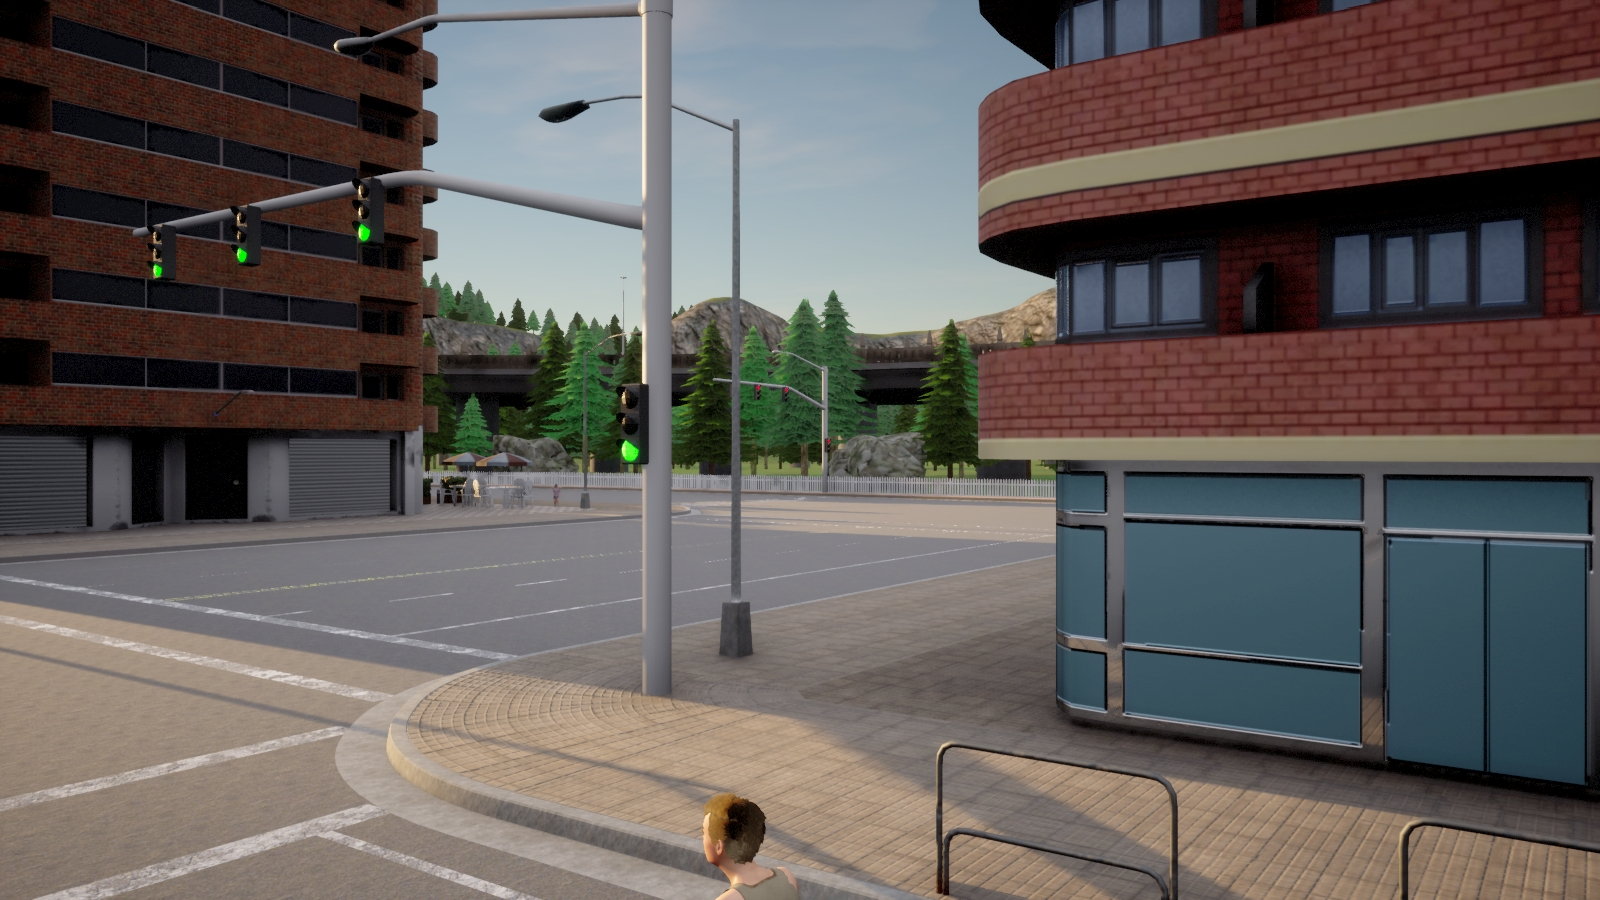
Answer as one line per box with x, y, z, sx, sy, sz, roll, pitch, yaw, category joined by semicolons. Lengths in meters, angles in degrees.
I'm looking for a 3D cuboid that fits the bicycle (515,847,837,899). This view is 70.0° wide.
-0.301;2.233;4.022;1.487;1.126;0.859;0;0;35;bicycle

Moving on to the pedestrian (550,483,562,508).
-10.916;2.020;51.181;0.500;1.100;0.500;0;0;-15;pedestrian
